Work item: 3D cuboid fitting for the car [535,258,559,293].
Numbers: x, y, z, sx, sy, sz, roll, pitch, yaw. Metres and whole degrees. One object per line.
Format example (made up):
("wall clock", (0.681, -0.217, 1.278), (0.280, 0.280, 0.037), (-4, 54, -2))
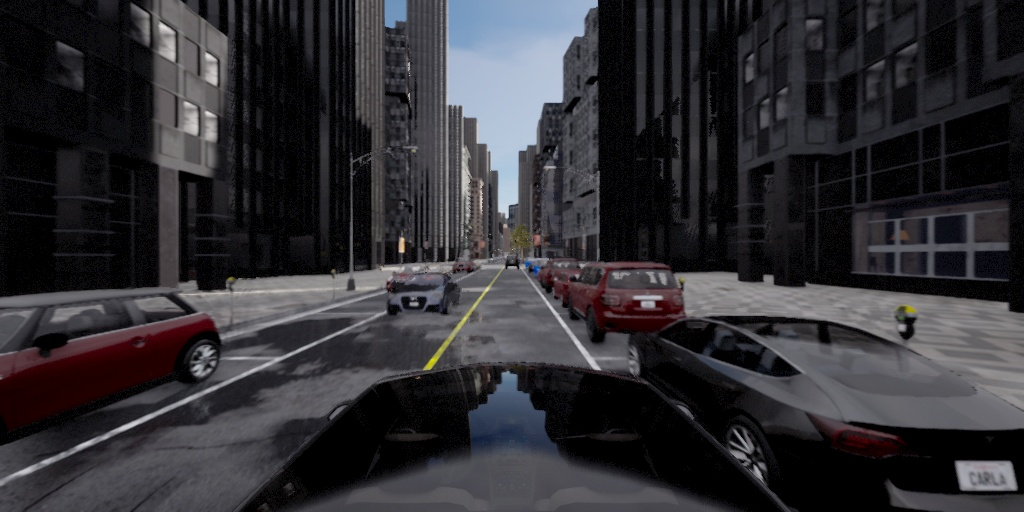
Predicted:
("car", (2.777, 1.067, 20.705), (2.192, 1.841, 5.009), (0, 0, 0))

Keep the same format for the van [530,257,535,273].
("van", (2.785, 1.094, 31.731), (1.690, 1.789, 3.998), (0, 0, 0))

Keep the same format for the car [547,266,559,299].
("car", (2.772, 1.297, 15.193), (1.888, 1.381, 4.507), (0, 0, 0))

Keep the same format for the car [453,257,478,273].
("car", (-5.732, 1.069, 42.759), (2.192, 1.841, 5.009), (0, 0, 0))

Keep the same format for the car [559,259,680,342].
("car", (2.768, 1.066, 9.680), (2.192, 1.841, 5.009), (0, 0, 0))

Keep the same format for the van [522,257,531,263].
("van", (2.802, 1.099, 53.781), (1.690, 1.789, 3.998), (0, 0, 0))

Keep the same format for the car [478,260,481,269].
("car", (-5.727, 1.306, 48.272), (2.007, 1.370, 4.403), (0, 0, 0))

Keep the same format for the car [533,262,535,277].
("car", (2.781, 1.298, 26.218), (1.888, 1.381, 4.507), (0, 0, 0))

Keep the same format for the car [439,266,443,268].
("car", (-5.744, 1.277, 26.050), (1.751, 1.417, 4.829), (0, 0, 0))

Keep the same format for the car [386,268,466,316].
("car", (-3.077, 1.314, 13.248), (1.994, 1.385, 4.181), (0, 0, 0))

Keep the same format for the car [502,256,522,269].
("car", (0.041, 0.980, 55.076), (2.150, 2.045, 5.566), (0, 0, 0))

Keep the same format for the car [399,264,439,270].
("car", (-5.748, 1.191, 20.707), (1.967, 1.591, 4.097), (0, 0, 0))

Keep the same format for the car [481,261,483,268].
("car", (-5.723, 1.282, 53.615), (1.751, 1.417, 4.829), (0, 0, 0))

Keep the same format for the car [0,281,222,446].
("car", (-5.761, 1.189, 4.167), (1.967, 1.591, 4.097), (0, 0, 0))

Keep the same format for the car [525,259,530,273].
("car", (2.794, 1.321, 42.756), (1.948, 1.339, 4.313), (0, 0, 0))

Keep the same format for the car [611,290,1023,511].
("car", (2.764, 1.316, 4.167), (1.948, 1.339, 4.313), (0, 0, 0))
